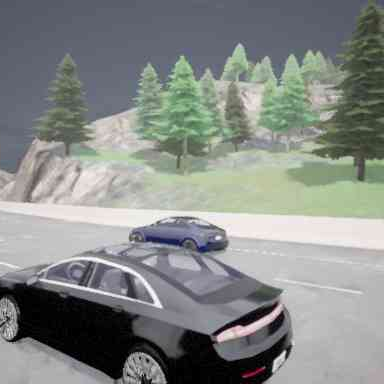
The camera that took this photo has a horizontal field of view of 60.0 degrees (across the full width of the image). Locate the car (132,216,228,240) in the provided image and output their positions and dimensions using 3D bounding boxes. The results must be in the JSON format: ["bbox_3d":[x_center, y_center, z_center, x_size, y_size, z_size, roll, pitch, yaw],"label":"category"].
[{"bbox_3d":[-0.618,1.638,13.324,4.181,1.385,1.994,0,0,38],"label":"car"}]

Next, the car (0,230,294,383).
[{"bbox_3d":[-1.058,1.520,4.857,4.902,1.511,2.128,0,0,36],"label":"car"}]
